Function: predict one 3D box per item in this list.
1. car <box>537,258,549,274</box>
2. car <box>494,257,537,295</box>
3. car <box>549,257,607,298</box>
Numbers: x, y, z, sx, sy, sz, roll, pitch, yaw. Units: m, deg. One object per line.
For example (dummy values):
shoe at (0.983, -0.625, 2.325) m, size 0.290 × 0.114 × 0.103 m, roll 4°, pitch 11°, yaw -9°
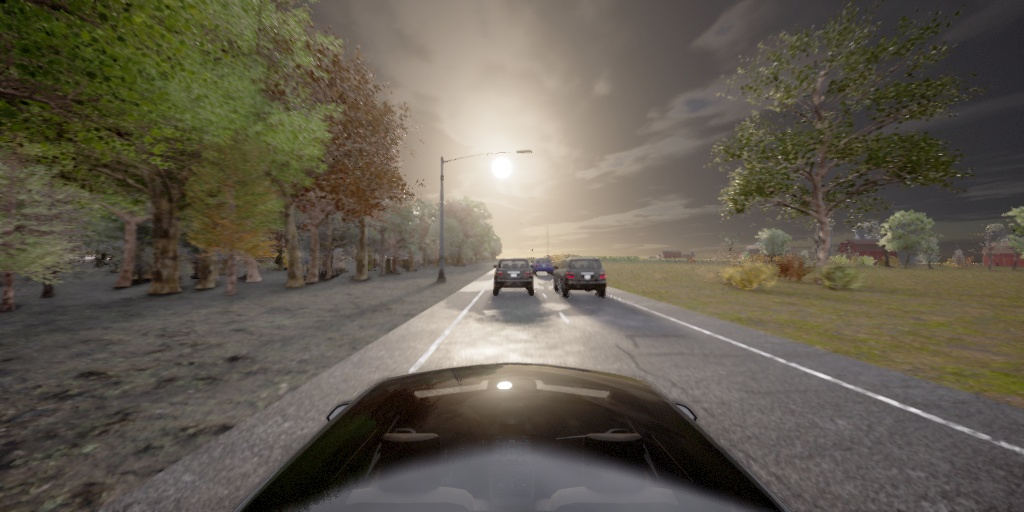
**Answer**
car at (3.576, 1.237, 42.785) m, size 2.150 × 2.045 × 5.566 m, roll 0°, pitch 0°, yaw 0°
car at (0.088, 1.104, 21.210) m, size 2.150 × 2.045 × 5.566 m, roll 0°, pitch 0°, yaw 0°
car at (3.589, 1.095, 19.742) m, size 2.150 × 2.045 × 5.566 m, roll 0°, pitch 0°, yaw 0°
